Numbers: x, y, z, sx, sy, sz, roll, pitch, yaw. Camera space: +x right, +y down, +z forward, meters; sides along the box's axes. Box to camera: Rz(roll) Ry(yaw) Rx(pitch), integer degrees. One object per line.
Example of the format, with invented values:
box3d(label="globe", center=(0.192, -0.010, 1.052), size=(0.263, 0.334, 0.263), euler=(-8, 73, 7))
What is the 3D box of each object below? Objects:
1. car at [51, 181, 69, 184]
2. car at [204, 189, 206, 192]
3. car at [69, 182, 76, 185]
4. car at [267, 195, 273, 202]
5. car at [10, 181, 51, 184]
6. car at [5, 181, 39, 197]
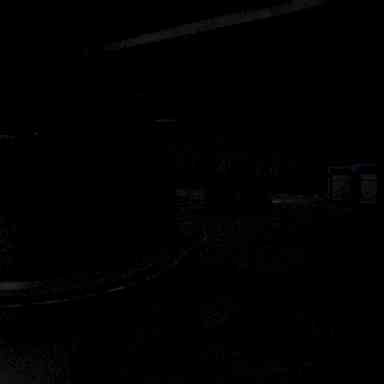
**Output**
box3d(label="car", center=(-26.759, -1.255, 65.454), size=(3.866, 1.878, 1.905), euler=(2, 2, 35))
box3d(label="car", center=(4.905, -0.325, 65.594), size=(5.027, 1.636, 2.152), euler=(2, 2, 35))
box3d(label="car", center=(-25.420, -1.282, 68.066), size=(4.605, 1.855, 1.932), euler=(2, 2, 35))
box3d(label="car", center=(8.689, 0.694, 42.478), size=(1.895, 1.301, 4.718), euler=(2, 2, 36))
box3d(label="car", center=(-17.219, -0.177, 35.207), size=(3.866, 1.878, 1.905), euler=(2, 2, 35))
box3d(label="car", center=(-21.750, -0.462, 42.425), size=(4.605, 1.855, 1.932), euler=(2, 2, 35))
